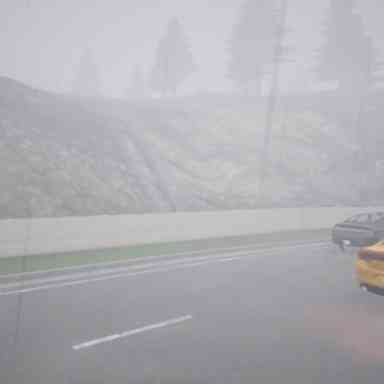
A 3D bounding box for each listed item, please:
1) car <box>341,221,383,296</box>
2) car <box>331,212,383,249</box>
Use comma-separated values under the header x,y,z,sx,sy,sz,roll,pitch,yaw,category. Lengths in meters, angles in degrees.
x,y,z,sx,sy,sz,roll,pitch,yaw,category
5.783,1.481,7.364,5.008,1.535,1.882,0,0,-30,car
7.391,1.496,12.347,4.902,1.511,2.128,0,0,-27,car
